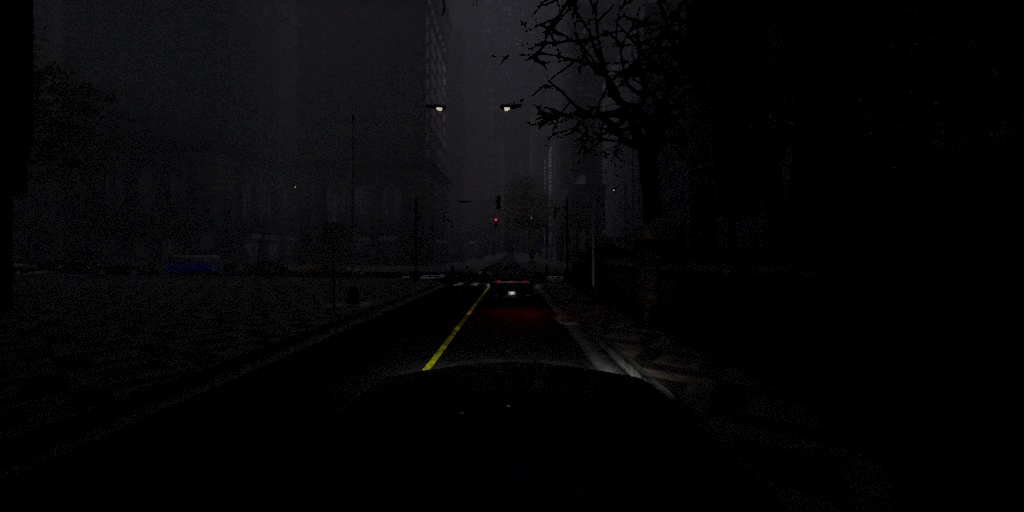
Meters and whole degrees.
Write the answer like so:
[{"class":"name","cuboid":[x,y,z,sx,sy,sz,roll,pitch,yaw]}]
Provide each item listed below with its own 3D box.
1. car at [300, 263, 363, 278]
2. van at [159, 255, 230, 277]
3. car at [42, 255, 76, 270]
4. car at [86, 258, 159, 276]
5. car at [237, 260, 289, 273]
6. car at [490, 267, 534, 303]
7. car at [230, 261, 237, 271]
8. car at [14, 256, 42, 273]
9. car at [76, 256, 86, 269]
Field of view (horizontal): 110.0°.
[{"class":"car","cuboid":[-14.939,1.144,29.792,4.829,1.417,1.751,0,0,0]},{"class":"van","cuboid":[-26.350,0.838,29.859,3.998,1.789,1.690,0,0,0]},{"class":"car","cuboid":[-48.782,0.628,38.517,4.097,1.591,1.967,0,0,0]},{"class":"car","cuboid":[-31.968,0.977,29.892,4.403,1.370,2.007,0,0,0]},{"class":"car","cuboid":[-26.309,1.063,38.385,4.313,1.339,1.948,0,0,0]},{"class":"car","cuboid":[0.000,1.244,16.500,2.128,1.511,4.902,0,0,0]},{"class":"car","cuboid":[-31.927,0.971,38.417,4.507,1.381,1.888,0,0,0]},{"class":"car","cuboid":[-43.038,0.796,29.957,4.829,1.417,1.751,0,0,0]},{"class":"car","cuboid":[-43.165,0.821,38.484,4.403,1.370,2.007,0,0,0]}]
